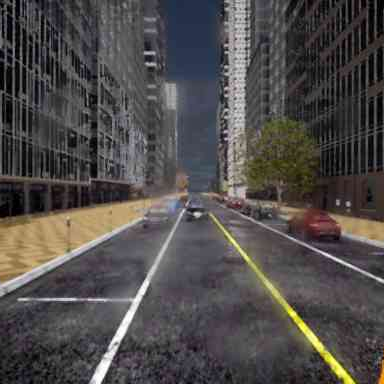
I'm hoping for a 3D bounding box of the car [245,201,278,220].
[{"bbox_3d":[6.126,1.602,28.340,2.008,1.369,4.403,0,0,0],"label":"car"}]

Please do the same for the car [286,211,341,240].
[{"bbox_3d":[6.092,1.626,16.955,1.802,1.307,4.206,0,0,0],"label":"car"}]

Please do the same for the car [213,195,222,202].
[{"bbox_3d":[6.262,1.574,73.880,1.887,1.381,4.507,0,0,0],"label":"car"}]

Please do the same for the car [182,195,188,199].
[{"bbox_3d":[-2.084,1.525,85.295,1.887,1.381,4.507,0,0,0],"label":"car"}]

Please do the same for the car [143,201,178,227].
[{"bbox_3d":[-2.272,1.566,22.676,2.008,1.369,4.403,0,0,0],"label":"car"}]

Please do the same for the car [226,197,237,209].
[{"bbox_3d":[6.177,1.488,45.417,1.967,1.590,4.097,0,0,0],"label":"car"}]

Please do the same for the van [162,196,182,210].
[{"bbox_3d":[-2.237,1.360,34.061,1.690,1.788,3.998,0,0,0],"label":"van"}]

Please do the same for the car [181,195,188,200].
[{"bbox_3d":[-2.068,1.554,90.989,1.802,1.307,4.206,0,0,0],"label":"car"}]

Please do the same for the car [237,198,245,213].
[{"bbox_3d":[6.143,1.603,34.032,2.008,1.369,4.403,0,0,0],"label":"car"}]

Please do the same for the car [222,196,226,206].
[{"bbox_3d":[6.194,1.486,51.109,1.967,1.590,4.097,0,0,0],"label":"car"}]

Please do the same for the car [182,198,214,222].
[{"bbox_3d":[0.431,1.519,26.923,2.128,1.511,4.902,0,0,0],"label":"car"}]

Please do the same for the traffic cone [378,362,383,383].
[{"bbox_3d":[2.085,1.968,3.523,0.340,0.580,0.340,0,0,0],"label":"traffic cone"}]
